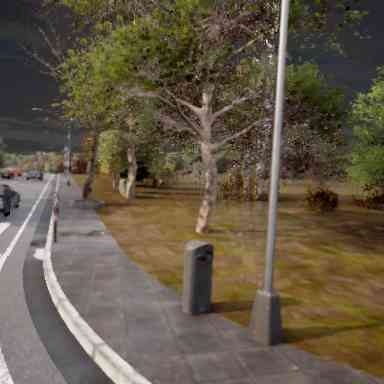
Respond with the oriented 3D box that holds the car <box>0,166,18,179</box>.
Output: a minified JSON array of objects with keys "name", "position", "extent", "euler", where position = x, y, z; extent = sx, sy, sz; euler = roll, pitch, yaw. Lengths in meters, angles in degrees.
[{"name":"car","position":[-23.528,-2.235,41.620],"extent":[1.895,1.301,4.718],"euler":[2,4,-21]}]

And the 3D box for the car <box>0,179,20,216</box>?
[{"name":"car","position":[-9.942,0.304,16.777],"extent":[2.033,1.411,5.357],"euler":[2,4,-21]}]

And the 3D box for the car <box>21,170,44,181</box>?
[{"name":"car","position":[-20.415,-2.207,43.273],"extent":[2.033,1.411,5.357],"euler":[2,4,-21]}]

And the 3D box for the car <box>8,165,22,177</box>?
[{"name":"car","position":[-27.073,-3.336,50.499],"extent":[2.097,1.767,4.553],"euler":[2,4,-22]}]
